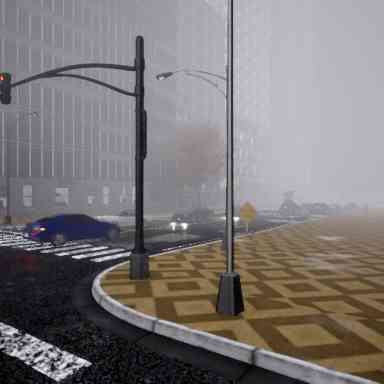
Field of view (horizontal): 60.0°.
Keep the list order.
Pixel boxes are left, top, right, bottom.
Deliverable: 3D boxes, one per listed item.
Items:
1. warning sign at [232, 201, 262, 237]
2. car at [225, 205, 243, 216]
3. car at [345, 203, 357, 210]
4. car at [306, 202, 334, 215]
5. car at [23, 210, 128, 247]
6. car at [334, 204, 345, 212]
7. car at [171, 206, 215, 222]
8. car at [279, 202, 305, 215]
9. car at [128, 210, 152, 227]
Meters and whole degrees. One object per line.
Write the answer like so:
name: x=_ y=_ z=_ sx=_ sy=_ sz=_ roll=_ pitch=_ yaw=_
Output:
warning sign: x=3.092 y=1.454 z=18.559 sx=1.300 sy=1.860 sz=1.060 roll=1 pitch=1 yaw=33
car: x=5.640 y=2.240 z=40.029 sx=1.994 sy=1.385 sz=4.181 roll=0 pitch=-1 yaw=33
car: x=31.350 y=2.837 z=65.789 sx=1.812 sy=1.442 sz=4.674 roll=0 pitch=-1 yaw=33
car: x=18.295 y=2.268 z=47.375 sx=2.097 sy=1.767 sz=4.553 roll=0 pitch=-1 yaw=33
car: x=-5.674 y=1.737 z=16.196 sx=1.812 sy=1.442 sz=4.674 roll=1 pitch=-1 yaw=41
car: x=23.749 y=2.641 z=55.874 sx=2.033 sy=1.411 sz=5.357 roll=0 pitch=-1 yaw=33
car: x=0.272 y=2.046 z=31.686 sx=2.033 sy=1.411 sz=5.357 roll=0 pitch=-1 yaw=33
car: x=13.740 y=2.205 z=46.384 sx=2.097 sy=1.767 sz=4.553 roll=0 pitch=-1 yaw=33
car: x=-4.993 y=1.925 z=23.491 sx=1.895 sy=1.301 sz=4.718 roll=0 pitch=-1 yaw=33
